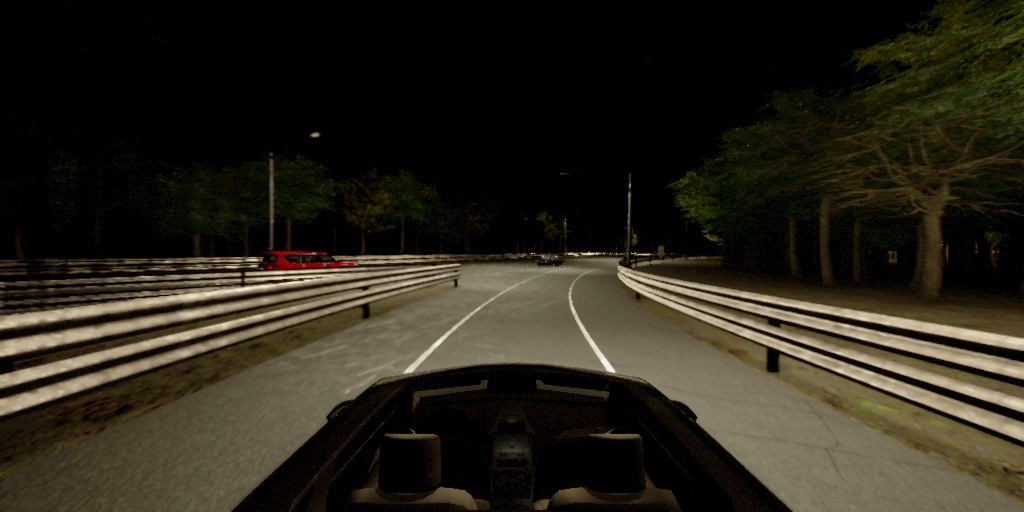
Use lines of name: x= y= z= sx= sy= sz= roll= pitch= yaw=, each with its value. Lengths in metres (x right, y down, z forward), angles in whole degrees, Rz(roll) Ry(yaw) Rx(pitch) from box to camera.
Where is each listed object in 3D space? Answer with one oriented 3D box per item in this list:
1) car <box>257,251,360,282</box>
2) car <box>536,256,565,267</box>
car: x=-11.901 y=0.753 z=21.378 sx=2.150 sy=2.045 sz=5.566 roll=2 pitch=2 yaw=33
car: x=5.099 y=0.684 z=47.432 sx=2.033 sy=1.411 sz=5.357 roll=2 pitch=2 yaw=33
